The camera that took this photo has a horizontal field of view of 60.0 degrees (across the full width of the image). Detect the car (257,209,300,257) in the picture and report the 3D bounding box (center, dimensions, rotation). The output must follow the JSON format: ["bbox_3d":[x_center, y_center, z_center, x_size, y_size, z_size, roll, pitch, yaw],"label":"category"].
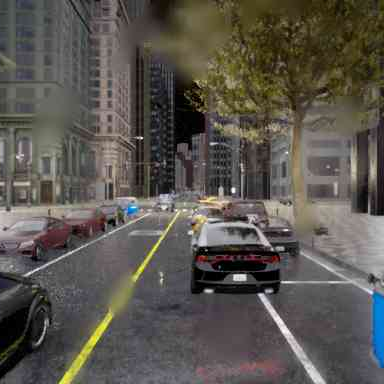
[{"bbox_3d":[2.780,1.551,12.663,2.008,1.369,4.403,0,0,0],"label":"car"}]

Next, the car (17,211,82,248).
[{"bbox_3d":[-5.745,1.582,12.197,1.802,1.307,4.206,0,0,0],"label":"car"}]

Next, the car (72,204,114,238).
[{"bbox_3d":[-5.737,1.546,17.611,1.887,1.381,4.507,0,0,0],"label":"car"}]

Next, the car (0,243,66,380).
[{"bbox_3d":[-3.095,1.564,3.338,1.994,1.385,4.181,0,0,0],"label":"car"}]

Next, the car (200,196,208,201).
[{"bbox_3d":[2.903,1.602,82.965,1.887,1.381,4.507,0,0,0],"label":"car"}]

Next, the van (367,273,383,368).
[{"bbox_3d":[2.763,1.341,2.086,1.690,1.788,3.998,0,0,0],"label":"van"}]

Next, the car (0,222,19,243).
[{"bbox_3d":[-5.754,1.551,6.784,2.008,1.369,4.403,0,0,0],"label":"car"}]

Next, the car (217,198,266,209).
[{"bbox_3d":[2.788,1.317,17.952,2.192,1.841,5.009,0,0,0],"label":"car"}]

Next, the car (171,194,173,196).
[{"bbox_3d":[-5.666,1.587,71.946,1.887,1.381,4.507,0,0,0],"label":"car"}]

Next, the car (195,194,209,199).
[{"bbox_3d":[2.948,1.452,43.656,5.008,1.535,1.882,-2,1,-33],"label":"car"}]

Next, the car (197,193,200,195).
[{"bbox_3d":[2.911,1.590,88.661,1.752,1.417,4.829,0,0,0],"label":"car"}]

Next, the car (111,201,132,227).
[{"bbox_3d":[-5.729,1.569,23.024,1.947,1.339,4.313,0,0,0],"label":"car"}]

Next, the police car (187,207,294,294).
[{"bbox_3d":[0.914,1.425,8.915,1.930,1.638,5.238,0,0,0],"label":"police car"}]

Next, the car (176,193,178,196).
[{"bbox_3d":[-5.628,1.655,94.046,1.802,1.307,4.206,0,0,0],"label":"car"}]

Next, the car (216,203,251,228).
[{"bbox_3d":[2.796,1.548,23.241,1.887,1.381,4.507,0,0,0],"label":"car"}]

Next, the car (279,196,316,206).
[{"bbox_3d":[14.439,1.243,45.524,4.902,1.511,2.128,-1,0,1],"label":"car"}]

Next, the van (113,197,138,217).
[{"bbox_3d":[-5.721,1.347,28.437,1.690,1.788,3.998,0,0,0],"label":"van"}]

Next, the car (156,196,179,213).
[{"bbox_3d":[-2.942,1.503,37.295,2.128,1.511,4.902,0,0,0],"label":"car"}]

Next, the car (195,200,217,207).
[{"bbox_3d":[0.930,1.458,18.995,1.801,1.575,5.366,0,0,0],"label":"car"}]

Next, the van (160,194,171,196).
[{"bbox_3d":[-5.677,1.377,66.421,1.690,1.788,3.998,0,0,0],"label":"van"}]

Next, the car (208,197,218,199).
[{"bbox_3d":[2.819,1.534,33.992,1.752,1.417,4.829,0,0,0],"label":"car"}]

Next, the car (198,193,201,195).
[{"bbox_3d":[2.896,1.594,77.440,1.887,1.381,4.507,0,0,0],"label":"car"}]

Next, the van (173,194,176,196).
[{"bbox_3d":[-5.648,1.398,82.996,1.690,1.788,3.998,0,0,0],"label":"van"}]
